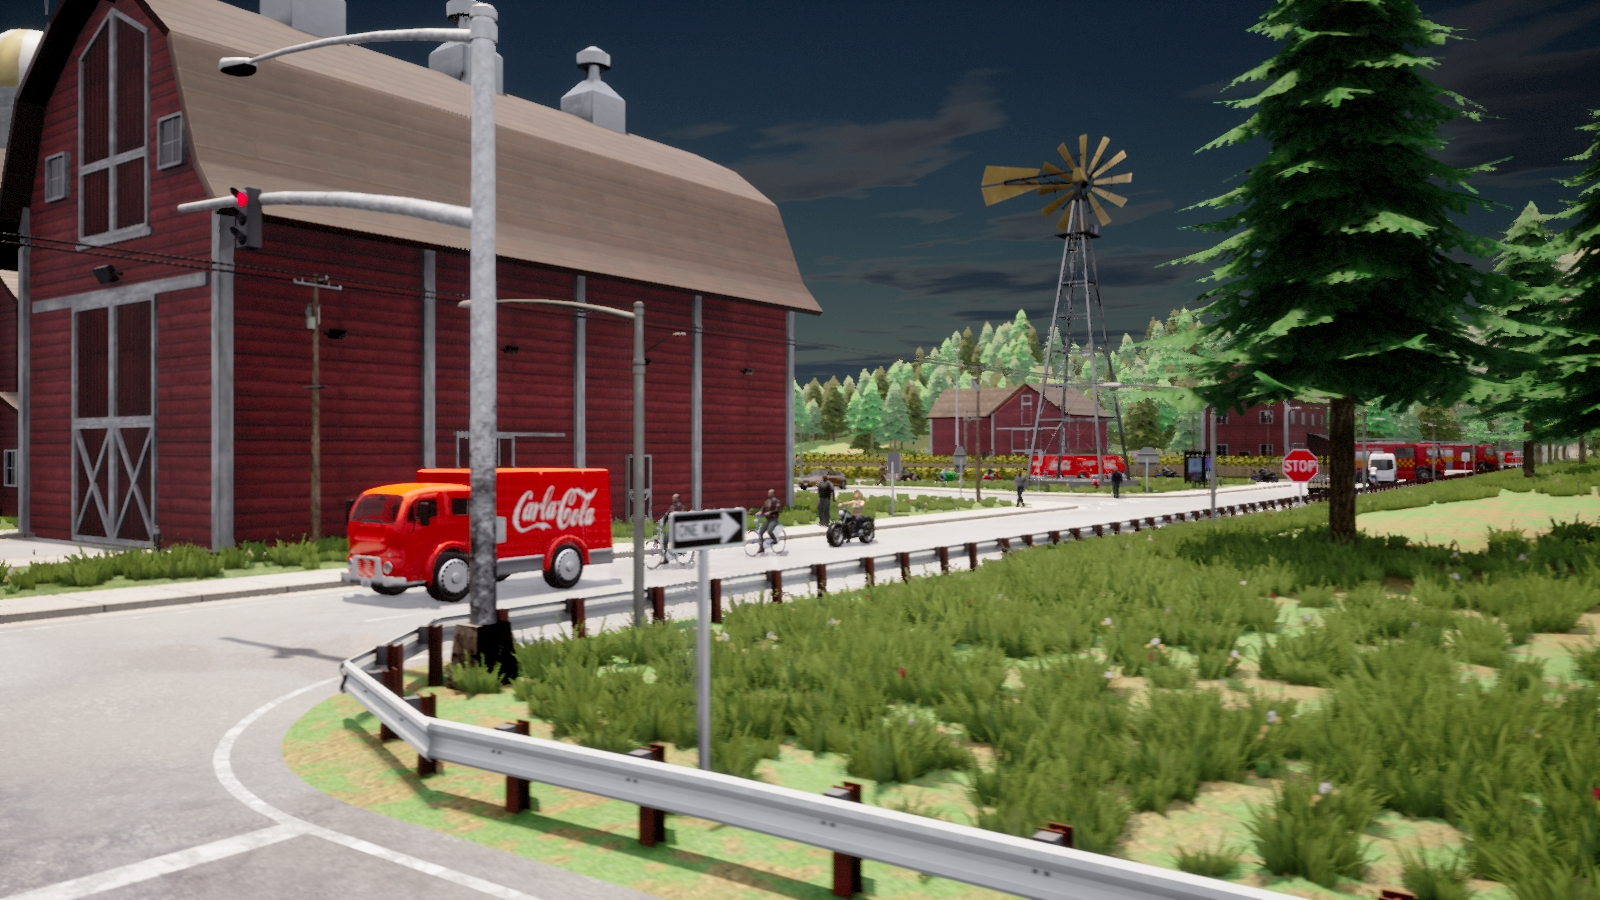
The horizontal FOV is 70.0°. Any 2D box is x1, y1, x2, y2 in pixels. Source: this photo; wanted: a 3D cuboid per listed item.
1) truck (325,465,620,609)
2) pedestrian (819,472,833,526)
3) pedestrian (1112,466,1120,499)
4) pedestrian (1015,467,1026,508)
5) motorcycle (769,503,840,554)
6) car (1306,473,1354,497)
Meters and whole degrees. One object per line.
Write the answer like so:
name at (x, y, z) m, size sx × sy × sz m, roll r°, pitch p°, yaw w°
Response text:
truck at (-6.410, 1.569, 22.962) m, size 2.627 × 2.467 × 5.204 m, roll 0°, pitch 0°, yaw 36°
pedestrian at (0.894, 1.698, 39.558) m, size 0.375 × 1.860 × 0.375 m, roll 0°, pitch 0°, yaw 24°
pedestrian at (18.142, 1.850, 65.552) m, size 0.375 × 1.860 × 0.375 m, roll 0°, pitch 0°, yaw 31°
pedestrian at (10.104, 1.699, 52.450) m, size 0.375 × 1.860 × 0.375 m, roll 0°, pitch 0°, yaw 36°
motorcycle at (0.142, 2.171, 31.961) m, size 0.764 × 1.277 × 2.356 m, roll 0°, pitch 0°, yaw 36°
car at (33.065, 2.156, 71.205) m, size 1.895 × 1.301 × 4.718 m, roll 0°, pitch 0°, yaw 36°
